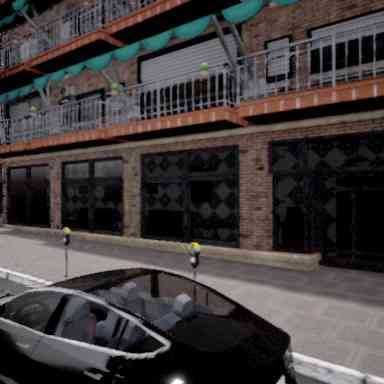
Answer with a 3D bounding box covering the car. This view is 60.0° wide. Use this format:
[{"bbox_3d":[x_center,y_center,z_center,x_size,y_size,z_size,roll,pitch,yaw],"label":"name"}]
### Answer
[{"bbox_3d":[-1.049,1.545,3.723,4.313,1.339,1.947,1,0,36],"label":"car"}]
